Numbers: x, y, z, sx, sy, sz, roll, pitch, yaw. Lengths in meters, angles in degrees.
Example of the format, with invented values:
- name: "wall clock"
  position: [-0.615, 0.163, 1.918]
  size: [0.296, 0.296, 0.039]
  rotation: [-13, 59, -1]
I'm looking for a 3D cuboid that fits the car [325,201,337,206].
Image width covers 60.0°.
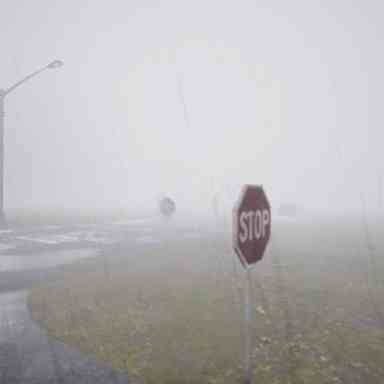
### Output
- name: "car"
  position: [35.064, 2.819, 83.713]
  size: [1.895, 1.301, 4.718]
  rotation: [0, -1, 36]

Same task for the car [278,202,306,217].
- name: "car"
  position: [12.043, 2.026, 39.984]
  size: [2.097, 1.767, 4.553]
  rotation: [0, -1, 36]
